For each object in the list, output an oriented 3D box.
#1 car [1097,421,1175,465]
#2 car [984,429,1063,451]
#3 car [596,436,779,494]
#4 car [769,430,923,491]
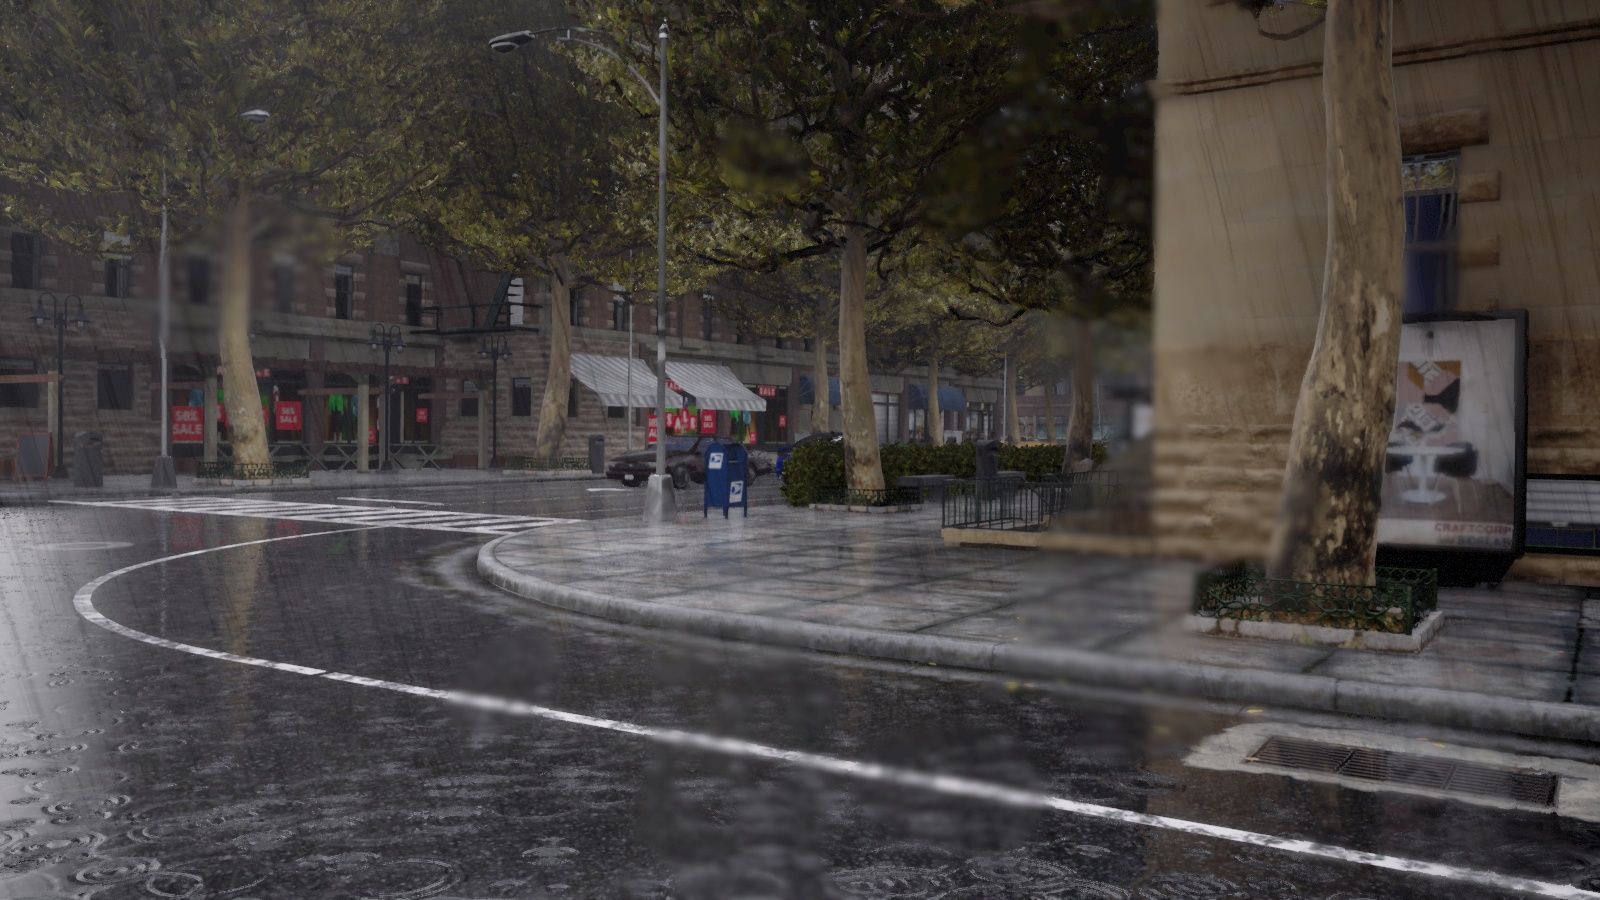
[{"bbox_3d":[14.641,-0.331,54.588,1.932,1.855,4.605,0,1,33],"label":"car"},{"bbox_3d":[16.169,-0.720,91.031,5.366,1.575,1.801,0,1,32],"label":"car"},{"bbox_3d":[-2.927,0.339,34.095,2.033,1.411,5.357,0,1,33],"label":"car"},{"bbox_3d":[1.357,0.228,34.254,1.882,1.535,5.008,0,1,33],"label":"car"}]
